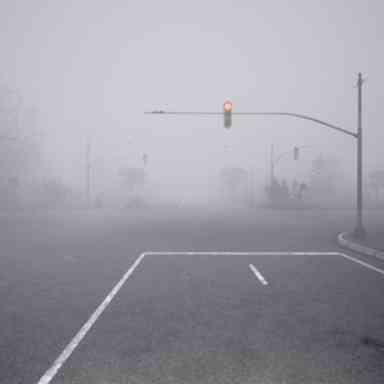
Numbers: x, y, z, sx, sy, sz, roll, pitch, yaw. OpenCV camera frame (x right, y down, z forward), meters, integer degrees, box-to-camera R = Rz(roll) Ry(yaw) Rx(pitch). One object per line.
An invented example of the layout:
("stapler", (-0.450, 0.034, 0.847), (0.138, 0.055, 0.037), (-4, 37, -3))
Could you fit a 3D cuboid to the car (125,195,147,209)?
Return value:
("car", (-6.884, 1.171, 41.389), (2.097, 1.767, 4.553), (0, 0, 0))
